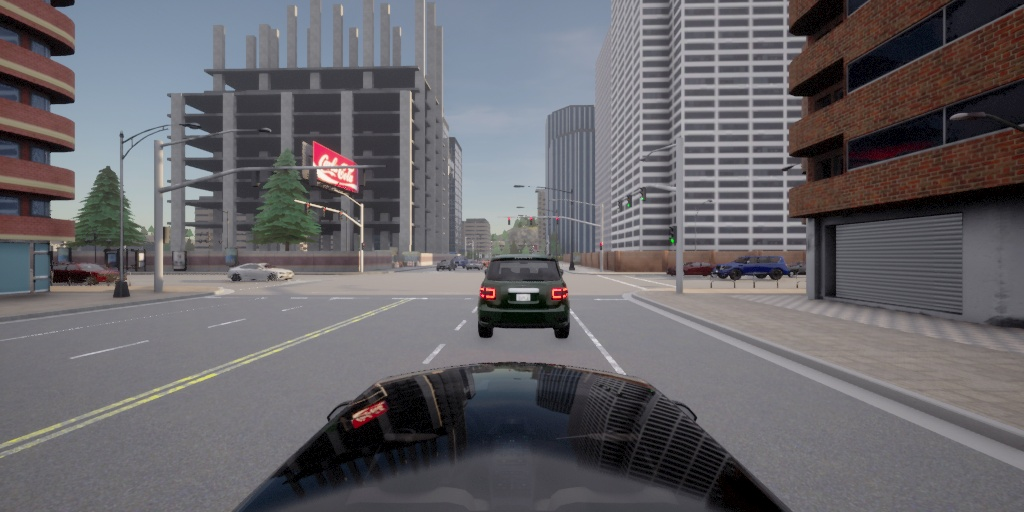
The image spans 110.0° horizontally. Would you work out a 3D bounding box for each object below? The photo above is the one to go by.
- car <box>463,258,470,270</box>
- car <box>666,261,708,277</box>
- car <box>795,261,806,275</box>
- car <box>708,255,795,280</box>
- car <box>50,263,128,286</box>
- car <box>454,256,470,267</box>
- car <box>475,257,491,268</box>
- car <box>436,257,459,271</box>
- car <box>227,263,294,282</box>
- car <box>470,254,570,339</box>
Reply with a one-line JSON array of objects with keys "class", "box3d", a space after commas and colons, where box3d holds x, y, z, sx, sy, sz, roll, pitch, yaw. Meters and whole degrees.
[{"class": "car", "box3d": [-5.276, 1.351, 51.160, 1.895, 1.301, 4.718, 0, 0, 2]}, {"class": "car", "box3d": [17.310, 1.228, 34.071, 5.008, 1.535, 1.882, 0, 0, 2]}, {"class": "car", "box3d": [27.240, 1.241, 33.737, 4.902, 1.511, 2.128, 0, 0, 2]}, {"class": "car", "box3d": [20.226, 0.971, 30.477, 5.566, 2.045, 2.150, 0, 0, 2]}, {"class": "car", "box3d": [-29.729, 1.228, 24.900, 5.008, 1.535, 1.882, 0, 0, 2]}, {"class": "car", "box3d": [-8.497, 0.971, 58.372, 2.150, 2.045, 5.566, 0, 0, 1]}, {"class": "car", "box3d": [-4.871, 1.102, 61.260, 2.097, 1.767, 4.553, 0, 0, 2]}, {"class": "car", "box3d": [-8.880, 1.255, 48.524, 1.837, 1.490, 4.892, 0, 0, 2]}, {"class": "car", "box3d": [-19.651, 1.276, 28.076, 4.674, 1.442, 1.812, 0, 0, 2]}, {"class": "car", "box3d": [0.338, 0.971, 10.283, 2.150, 2.045, 5.566, 0, 0, 2]}]
